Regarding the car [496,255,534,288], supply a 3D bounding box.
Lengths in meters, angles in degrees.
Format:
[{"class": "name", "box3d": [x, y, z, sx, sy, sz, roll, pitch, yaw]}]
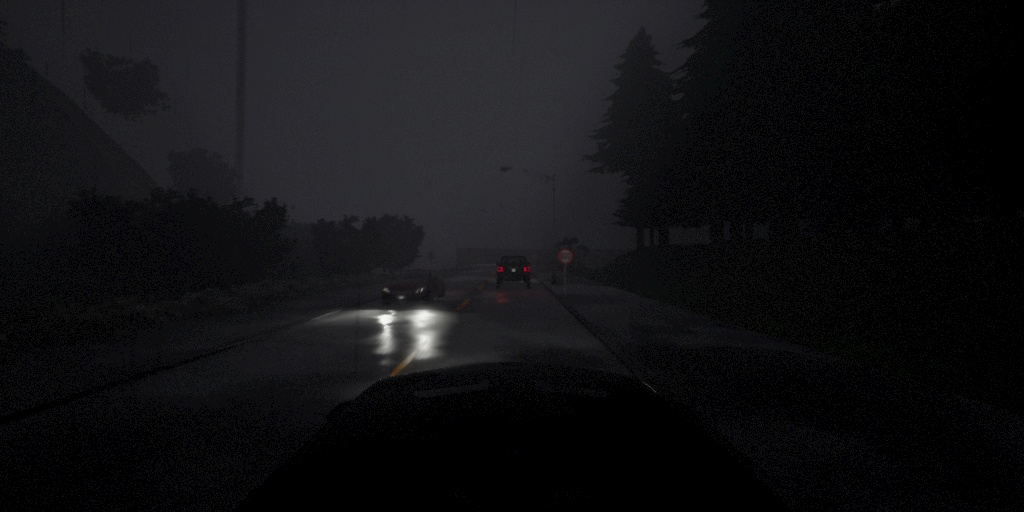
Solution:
[{"class": "car", "box3d": [0.093, 0.954, 23.760, 2.150, 2.045, 5.566, 0, 0, 0]}]

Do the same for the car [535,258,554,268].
[{"class": "car", "box3d": [4.651, 1.041, 57.572, 4.674, 1.442, 1.812, 0, 0, -14]}]

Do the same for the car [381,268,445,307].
[{"class": "car", "box3d": [-4.101, 1.265, 15.610, 1.812, 1.442, 4.674, 0, 0, 0]}]
